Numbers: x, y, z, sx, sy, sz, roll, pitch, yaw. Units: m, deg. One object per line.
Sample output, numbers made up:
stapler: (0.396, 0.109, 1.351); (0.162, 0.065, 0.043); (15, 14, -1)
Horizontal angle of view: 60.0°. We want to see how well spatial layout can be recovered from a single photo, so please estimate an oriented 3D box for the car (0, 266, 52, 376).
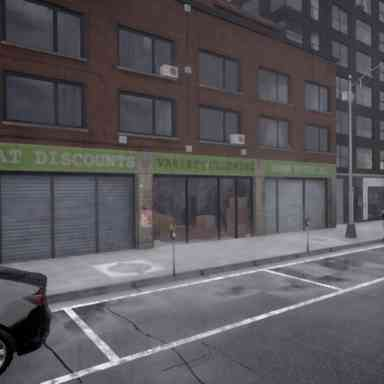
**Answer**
car: (-3.903, 1.566, 3.760); (4.313, 1.339, 1.947); (0, -1, -35)
